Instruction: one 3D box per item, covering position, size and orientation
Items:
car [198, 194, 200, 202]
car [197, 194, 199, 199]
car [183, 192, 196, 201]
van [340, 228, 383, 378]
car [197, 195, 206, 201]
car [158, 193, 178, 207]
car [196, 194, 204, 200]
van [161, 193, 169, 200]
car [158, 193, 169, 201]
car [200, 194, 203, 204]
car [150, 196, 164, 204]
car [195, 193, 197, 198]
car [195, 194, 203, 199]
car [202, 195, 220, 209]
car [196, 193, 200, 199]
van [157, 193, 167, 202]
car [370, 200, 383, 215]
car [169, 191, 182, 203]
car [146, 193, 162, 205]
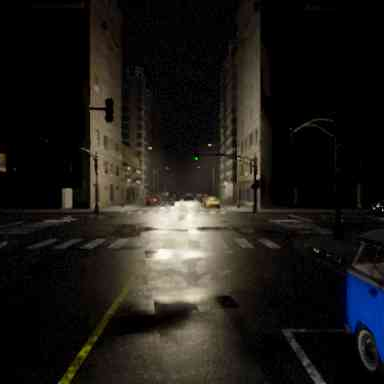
[{"bbox_3d":[2.477,1.375,53.171,2.008,1.369,4.403,0,0,-1],"label":"car"},{"bbox_3d":[2.399,1.370,58.697,1.947,1.339,4.313,0,0,-1],"label":"car"},{"bbox_3d":[-0.641,1.274,71.611,1.812,1.442,4.674,0,0,-1],"label":"car"},{"bbox_3d":[2.853,1.332,2.931,1.690,1.788,3.998,0,0,0],"label":"van"},{"bbox_3d":[2.165,1.320,75.273,1.802,1.307,4.206,0,0,-1],"label":"car"},{"bbox_3d":[-3.378,1.349,47.714,1.837,1.490,4.892,0,0,-1],"label":"car"},{"bbox_3d":[2.009,1.242,86.324,2.008,1.369,4.403,0,0,-1],"label":"car"},{"bbox_3d":[-6.435,1.057,80.676,1.690,1.788,3.998,0,0,-1],"label":"van"},{"bbox_3d":[-6.359,1.054,75.152,2.192,1.841,5.009,0,0,-1],"label":"car"},{"bbox_3d":[2.555,1.285,47.645,1.967,1.590,4.097,0,0,-1],"label":"car"},{"bbox_3d":[-6.126,1.355,58.578,2.008,1.369,4.403,0,0,-1],"label":"car"},{"bbox_3d":[2.244,1.312,69.747,2.008,1.369,4.403,0,0,-1],"label":"car"},{"bbox_3d":[1.932,1.218,91.849,2.008,1.369,4.403,0,0,-1],"label":"car"},{"bbox_3d":[2.630,1.389,42.290,1.752,1.417,4.829,0,0,-1],"label":"car"},{"bbox_3d":[2.321,1.327,64.222,1.887,1.381,4.507,0,0,-1],"label":"car"},{"bbox_3d":[-6.282,1.103,69.627,1.690,1.788,3.998,0,0,-1],"label":"van"},{"bbox_3d":[18.949,1.112,29.624,5.566,2.045,2.150,0,0,-1],"label":"car"},{"bbox_3d":[-3.552,1.005,63.799,2.150,2.045,5.566,0,0,0],"label":"car"},{"bbox_3d":[-6.048,1.140,53.051,2.192,1.841,5.009,0,0,-1],"label":"car"}]
